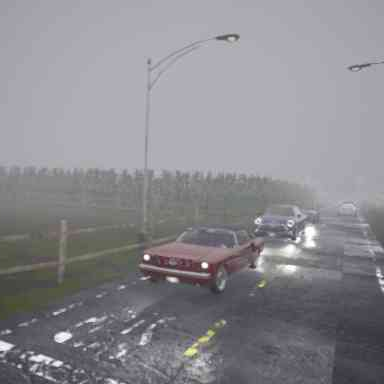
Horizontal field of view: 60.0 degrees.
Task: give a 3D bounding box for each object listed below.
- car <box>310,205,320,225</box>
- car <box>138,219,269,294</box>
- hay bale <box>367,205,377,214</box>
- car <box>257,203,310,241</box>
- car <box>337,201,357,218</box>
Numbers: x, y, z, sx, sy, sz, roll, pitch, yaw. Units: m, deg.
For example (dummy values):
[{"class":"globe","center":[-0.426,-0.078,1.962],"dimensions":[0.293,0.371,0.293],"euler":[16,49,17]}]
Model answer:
[{"class":"car","center":[9.572,1.801,27.808],"dimensions":[2.128,1.511,4.902],"euler":[2,0,26]},{"class":"car","center":[0.543,1.617,9.169],"dimensions":[1.895,1.301,4.718],"euler":[2,0,26]},{"class":"hay bale","center":[25.827,2.480,47.755],"dimensions":[1.220,1.180,1.240],"euler":[1,-1,26]},{"class":"car","center":[4.845,1.509,18.039],"dimensions":[2.097,1.767,4.553],"euler":[2,0,26]},{"class":"car","center":[17.928,2.103,38.337],"dimensions":[1.812,1.442,4.674],"euler":[2,0,26]}]
